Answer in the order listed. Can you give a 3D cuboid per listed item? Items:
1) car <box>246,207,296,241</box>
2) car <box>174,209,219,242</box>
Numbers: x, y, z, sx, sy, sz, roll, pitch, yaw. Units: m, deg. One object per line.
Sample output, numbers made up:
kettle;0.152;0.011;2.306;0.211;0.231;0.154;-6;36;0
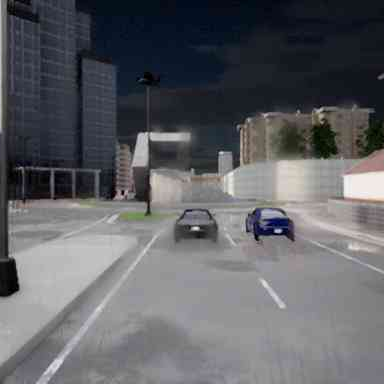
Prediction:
car;3.750;1.457;16.305;1.812;1.442;4.674;0;0;3
car;0.247;1.497;16.002;1.994;1.385;4.181;0;0;3
